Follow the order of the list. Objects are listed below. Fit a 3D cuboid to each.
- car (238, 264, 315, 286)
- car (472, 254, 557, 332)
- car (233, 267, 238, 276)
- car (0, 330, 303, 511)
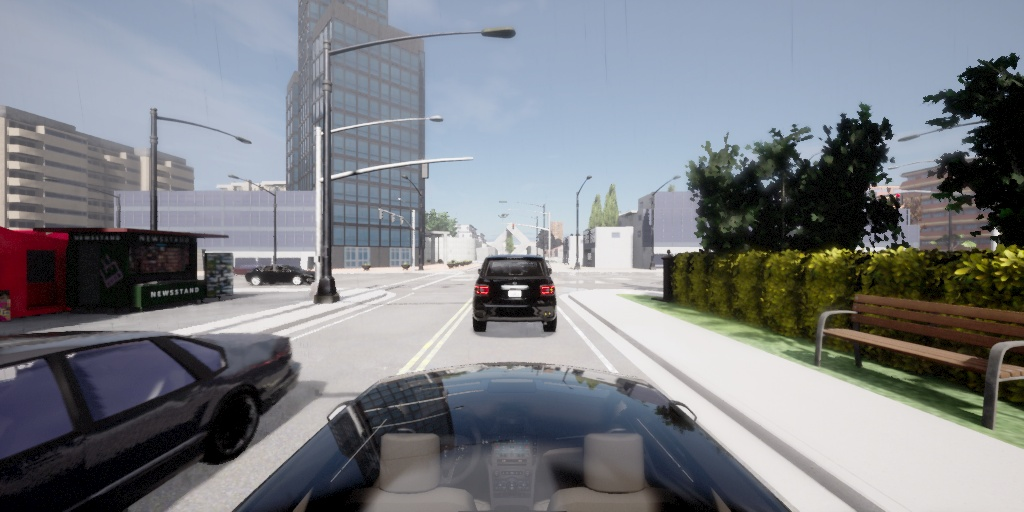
[{"bbox_3d":[-16.620,1.362,26.120,4.892,1.490,1.837,-1,0,0],"label":"car"},{"bbox_3d":[0.082,0.971,11.013,2.150,2.045,5.566,0,0,0],"label":"car"},{"bbox_3d":[-29.211,1.561,40.237,5.357,1.411,2.033,-1,0,0],"label":"car"},{"bbox_3d":[-3.608,1.297,2.224,2.033,1.411,5.357,0,0,0],"label":"car"}]
